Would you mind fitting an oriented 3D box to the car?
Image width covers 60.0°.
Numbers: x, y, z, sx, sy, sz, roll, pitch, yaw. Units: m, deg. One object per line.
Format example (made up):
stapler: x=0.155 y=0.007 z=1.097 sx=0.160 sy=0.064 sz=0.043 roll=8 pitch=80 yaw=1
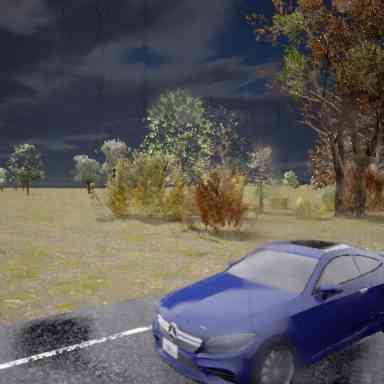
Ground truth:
car: x=1.652 y=1.523 z=5.143 sx=4.674 sy=1.442 sz=1.812 roll=0 pitch=0 yaw=-35
